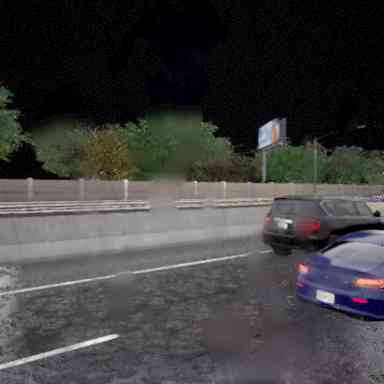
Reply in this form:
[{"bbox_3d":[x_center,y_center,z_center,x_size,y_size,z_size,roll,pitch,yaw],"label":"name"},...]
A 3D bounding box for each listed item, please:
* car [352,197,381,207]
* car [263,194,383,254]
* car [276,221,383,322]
[{"bbox_3d":[24.996,1.397,47.578,4.181,1.385,1.994,0,0,-35],"label":"car"},{"bbox_3d":[4.914,1.162,11.550,5.566,2.045,2.150,1,-1,-36],"label":"car"},{"bbox_3d":[3.974,1.494,6.595,4.674,1.442,1.812,0,0,-36],"label":"car"}]
